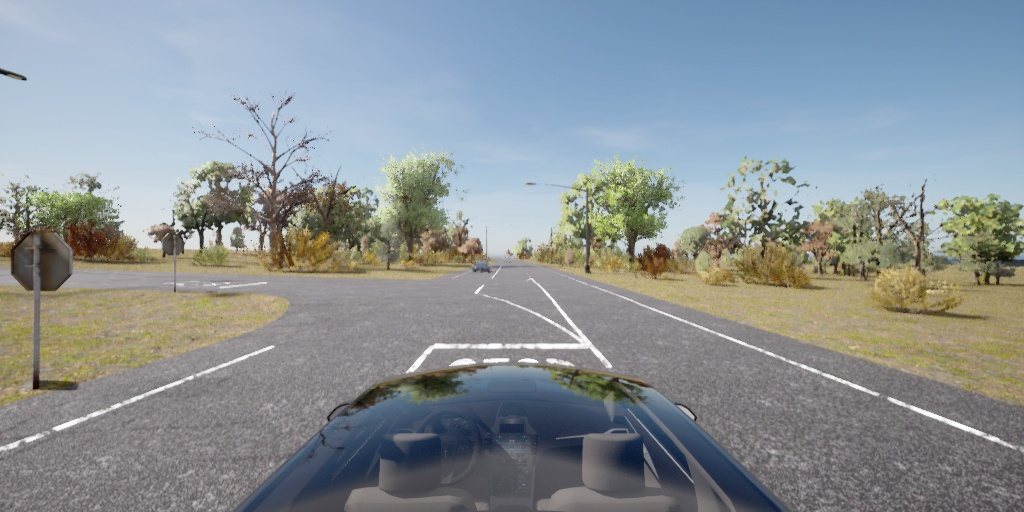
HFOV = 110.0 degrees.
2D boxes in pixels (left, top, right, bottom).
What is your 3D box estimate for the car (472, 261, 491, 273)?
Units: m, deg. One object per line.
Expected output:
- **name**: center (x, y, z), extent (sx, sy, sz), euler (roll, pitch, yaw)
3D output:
- **car**: center (-3.571, 1.301, 42.575), extent (1.994, 1.385, 4.181), euler (0, 0, 0)
